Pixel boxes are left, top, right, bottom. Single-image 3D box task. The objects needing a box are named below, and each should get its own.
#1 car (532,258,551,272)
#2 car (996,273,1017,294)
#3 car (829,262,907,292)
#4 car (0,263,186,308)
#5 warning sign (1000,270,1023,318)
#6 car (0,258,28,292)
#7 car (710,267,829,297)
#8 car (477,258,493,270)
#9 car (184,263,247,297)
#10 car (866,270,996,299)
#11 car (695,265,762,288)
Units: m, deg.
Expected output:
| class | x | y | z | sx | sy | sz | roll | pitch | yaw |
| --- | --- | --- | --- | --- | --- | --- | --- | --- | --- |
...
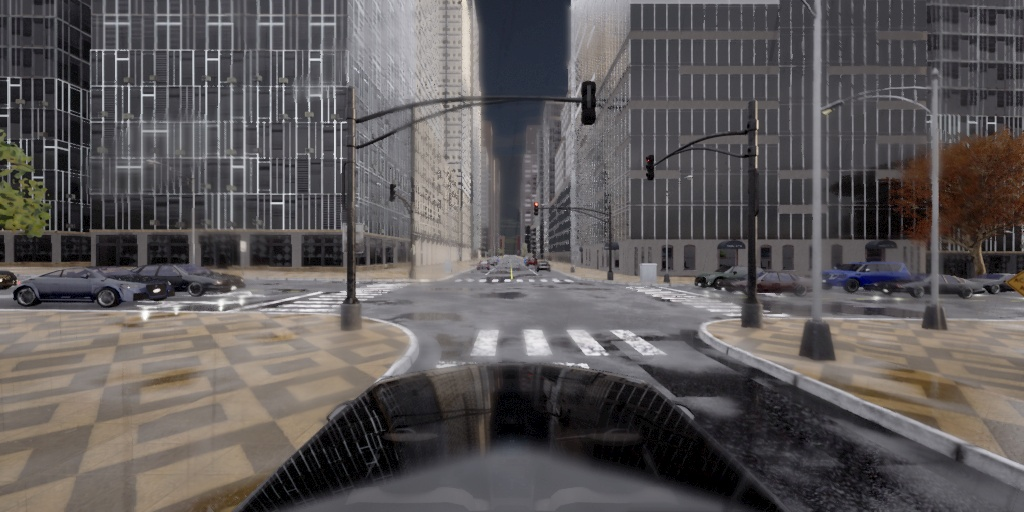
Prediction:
| class | x | y | z | sx | sy | sz | roll | pitch | yaw |
| --- | --- | --- | --- | --- | --- | --- | --- | --- | --- |
| car | 3.924 | 1.326 | 45.673 | 1.948 | 1.339 | 4.313 | 0 | 0 | 0 |
| car | 34.567 | 1.941 | 25.384 | 5.357 | 1.411 | 2.033 | 1 | 0 | -3 |
| car | 24.339 | 1.432 | 24.911 | 5.566 | 2.045 | 2.150 | 1 | 0 | -3 |
| car | -15.079 | 1.062 | 13.122 | 4.181 | 1.385 | 1.994 | 1 | 0 | -3 |
| warning sign | 17.274 | 1.204 | 11.872 | 1.060 | 1.860 | 1.300 | 0 | 0 | -3 |
| car | -25.275 | 0.815 | 15.905 | 4.892 | 1.490 | 1.837 | 1 | 0 | -3 |
| car | 15.128 | 1.594 | 21.230 | 5.357 | 1.411 | 2.033 | 1 | 0 | -3 |
| car | -4.030 | 1.340 | 51.165 | 1.802 | 1.307 | 4.207 | 0 | 0 | 0 |
| car | -15.353 | 1.039 | 16.397 | 5.357 | 1.411 | 2.033 | 1 | 0 | 0 |
| car | 25.187 | 1.774 | 21.699 | 5.357 | 1.411 | 2.033 | 1 | 0 | -3 |
| car | 14.996 | 1.395 | 24.479 | 4.553 | 1.767 | 2.097 | 1 | 0 | -3 |
